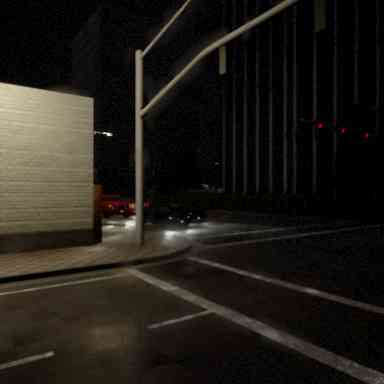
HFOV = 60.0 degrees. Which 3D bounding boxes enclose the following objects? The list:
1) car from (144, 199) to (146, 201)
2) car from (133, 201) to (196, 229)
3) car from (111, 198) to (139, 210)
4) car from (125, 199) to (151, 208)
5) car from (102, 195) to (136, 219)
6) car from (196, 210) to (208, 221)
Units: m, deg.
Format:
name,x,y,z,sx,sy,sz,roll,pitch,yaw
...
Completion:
name,x,y,z,sx,sy,sz,roll,pitch,yaw
car,-6.017,1.419,34.389,2.097,1.767,4.553,0,0,-35
car,-1.978,1.590,22.718,1.812,1.442,4.674,0,0,-36
car,-9.173,1.574,45.116,1.837,1.490,4.892,0,0,-36
car,-8.108,1.673,49.610,1.895,1.301,4.718,0,0,-36
car,-7.564,1.285,30.525,2.150,2.045,5.566,0,0,-36
car,-0.769,1.668,27.041,1.895,1.301,4.718,0,0,-36
